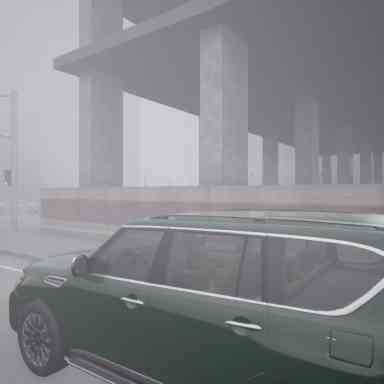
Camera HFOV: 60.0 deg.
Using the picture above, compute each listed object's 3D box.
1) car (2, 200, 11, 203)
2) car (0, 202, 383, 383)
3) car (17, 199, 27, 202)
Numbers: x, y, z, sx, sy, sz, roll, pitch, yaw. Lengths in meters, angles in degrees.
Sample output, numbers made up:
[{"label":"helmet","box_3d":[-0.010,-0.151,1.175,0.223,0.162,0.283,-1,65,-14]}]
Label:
[{"label":"car","box_3d":[-18.332,1.533,33.759,1.882,1.535,5.008,0,0,36]},{"label":"car","box_3d":[0.130,1.221,3.890,5.566,2.045,2.150,0,0,35]},{"label":"car","box_3d":[-14.282,1.547,33.407,2.128,1.511,4.902,0,0,36]}]
